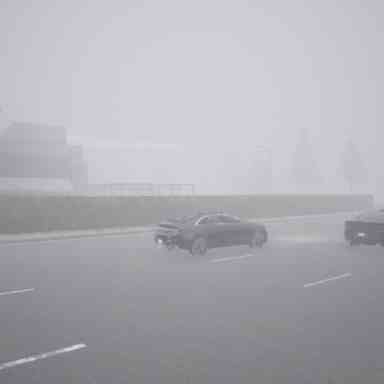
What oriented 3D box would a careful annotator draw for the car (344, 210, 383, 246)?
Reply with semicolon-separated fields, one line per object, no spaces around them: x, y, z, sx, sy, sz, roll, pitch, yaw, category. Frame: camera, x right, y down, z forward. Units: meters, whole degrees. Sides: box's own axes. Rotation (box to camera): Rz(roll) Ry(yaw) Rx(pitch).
8.440;1.479;14.061;5.008;1.535;1.882;0;0;-35;car

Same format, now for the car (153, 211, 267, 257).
0.857;1.492;12.954;4.902;1.511;2.128;0;0;-35;car
